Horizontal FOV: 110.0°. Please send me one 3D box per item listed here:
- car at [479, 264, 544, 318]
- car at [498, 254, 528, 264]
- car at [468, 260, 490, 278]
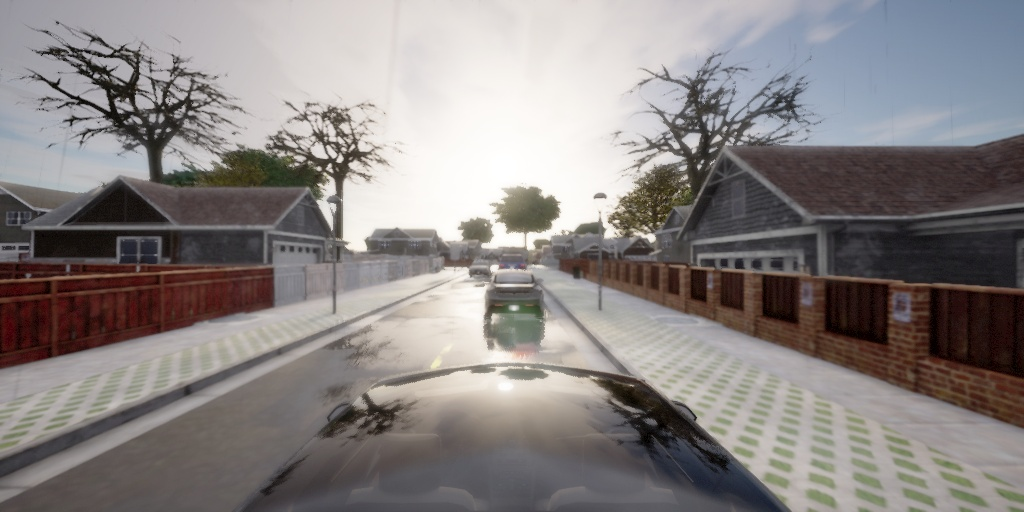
[{"bbox_3d":[0.062,1.203,12.627,1.837,1.490,4.892,0,1,0],"label":"car"},{"bbox_3d":[0.054,0.886,28.008,2.150,2.045,5.566,0,0,1],"label":"car"},{"bbox_3d":[-2.865,1.165,32.997,1.837,1.490,4.892,0,0,0],"label":"car"}]
